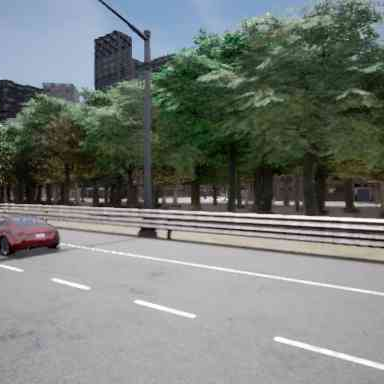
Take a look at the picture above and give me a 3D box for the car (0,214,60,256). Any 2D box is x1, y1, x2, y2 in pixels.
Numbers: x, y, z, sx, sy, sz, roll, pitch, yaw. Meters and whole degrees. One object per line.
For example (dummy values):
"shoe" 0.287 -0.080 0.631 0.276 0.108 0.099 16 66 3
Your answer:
"car" -7.169 1.570 13.286 4.181 1.385 1.994 0 0 36
